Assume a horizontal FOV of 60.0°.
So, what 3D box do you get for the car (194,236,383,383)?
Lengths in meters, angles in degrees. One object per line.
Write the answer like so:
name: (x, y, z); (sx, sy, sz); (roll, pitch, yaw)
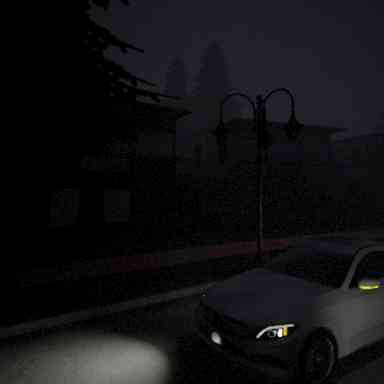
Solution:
car: (2.240, 1.505, 5.351); (4.674, 1.442, 1.812); (0, 0, -33)
